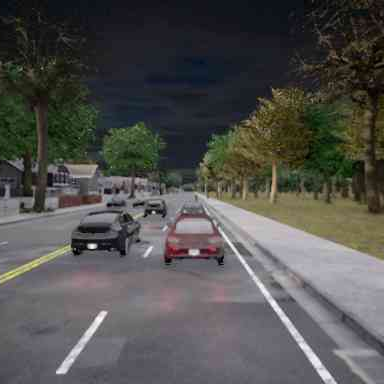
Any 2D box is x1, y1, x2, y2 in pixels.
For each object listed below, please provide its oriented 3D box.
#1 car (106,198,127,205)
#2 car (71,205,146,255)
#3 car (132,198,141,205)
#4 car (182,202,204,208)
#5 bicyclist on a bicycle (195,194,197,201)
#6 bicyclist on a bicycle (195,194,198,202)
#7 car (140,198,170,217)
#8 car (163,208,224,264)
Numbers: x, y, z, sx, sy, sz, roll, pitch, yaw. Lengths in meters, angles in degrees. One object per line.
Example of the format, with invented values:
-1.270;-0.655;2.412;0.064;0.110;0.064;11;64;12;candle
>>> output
-9.833;1.478;43.430;1.895;1.301;4.718;0;0;0;car
-3.169;1.468;13.017;1.837;1.490;4.892;0;0;0;car
-6.583;1.478;43.449;1.895;1.301;4.718;0;0;0;car
0.088;1.522;28.018;1.895;1.301;4.718;0;0;0;car
0.911;1.235;76.652;0.582;1.620;1.656;0;0;0;bicyclist on a bicycle
0.909;1.261;67.652;0.582;1.620;1.656;0;0;0;bicyclist on a bicycle
-3.157;1.420;29.943;1.837;1.490;4.892;0;0;0;car
0.080;1.493;11.541;1.812;1.442;4.674;0;0;1;car
